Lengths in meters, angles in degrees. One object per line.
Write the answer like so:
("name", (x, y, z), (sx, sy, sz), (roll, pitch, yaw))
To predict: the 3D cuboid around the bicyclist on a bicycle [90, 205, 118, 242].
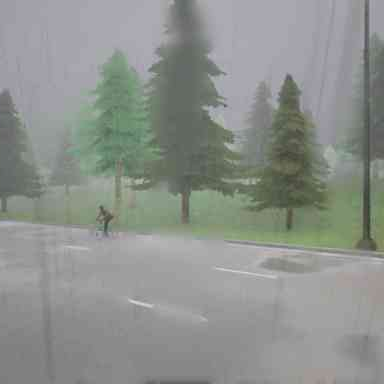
("bicyclist on a bicycle", (-4.043, 1.438, 15.389), (0.582, 1.620, 1.656), (0, 2, 34))
